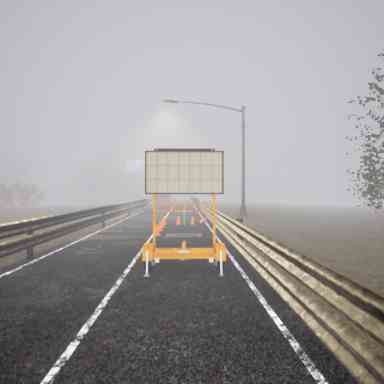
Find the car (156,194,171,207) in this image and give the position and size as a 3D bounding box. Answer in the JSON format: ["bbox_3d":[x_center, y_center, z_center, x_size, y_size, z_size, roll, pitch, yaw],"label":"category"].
[{"bbox_3d":[-4.554,1.233,53.134,2.150,2.045,5.566,0,0,-1],"label":"car"}]

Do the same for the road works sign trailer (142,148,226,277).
[{"bbox_3d":[-0.236,0.466,10.284,2.380,3.560,2.880,0,0,-1],"label":"road works sign trailer"}]
